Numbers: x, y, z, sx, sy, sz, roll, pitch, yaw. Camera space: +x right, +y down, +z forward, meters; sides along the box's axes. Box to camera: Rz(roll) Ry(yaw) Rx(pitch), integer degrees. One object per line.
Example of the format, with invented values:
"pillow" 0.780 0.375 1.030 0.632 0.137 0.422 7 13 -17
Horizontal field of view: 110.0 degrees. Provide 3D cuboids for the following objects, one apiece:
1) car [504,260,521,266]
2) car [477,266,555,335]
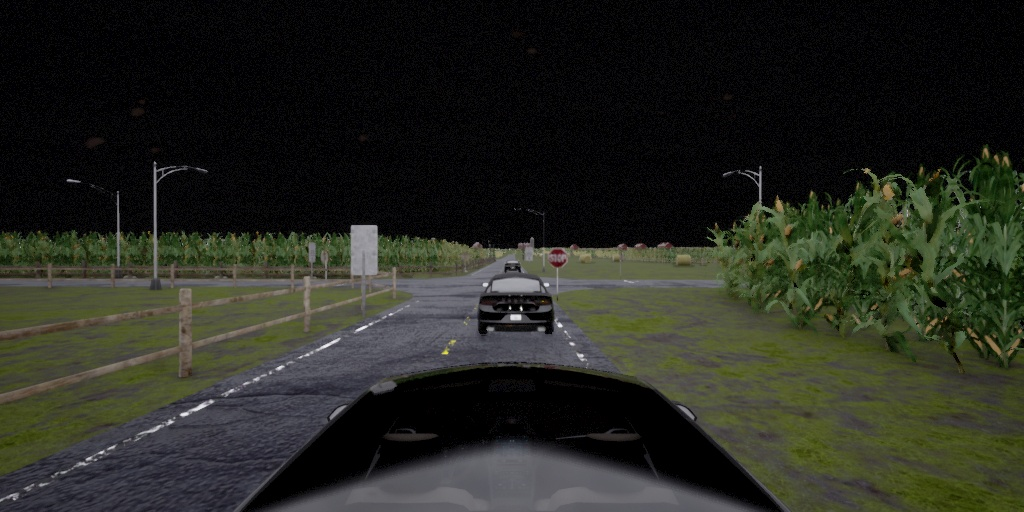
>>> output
"car" 0.076 1.183 43.597 1.882 1.535 5.008 0 0 0
"car" 0.118 1.224 10.546 1.882 1.535 5.008 0 0 1
